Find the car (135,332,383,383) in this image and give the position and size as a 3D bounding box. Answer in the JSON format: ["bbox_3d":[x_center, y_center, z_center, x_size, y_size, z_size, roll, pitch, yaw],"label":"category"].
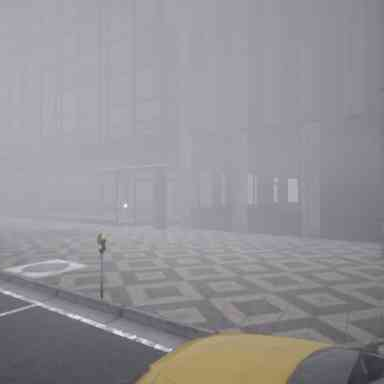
[{"bbox_3d":[1.630,1.525,1.920,4.829,1.417,1.752,0,0,36],"label":"car"}]
